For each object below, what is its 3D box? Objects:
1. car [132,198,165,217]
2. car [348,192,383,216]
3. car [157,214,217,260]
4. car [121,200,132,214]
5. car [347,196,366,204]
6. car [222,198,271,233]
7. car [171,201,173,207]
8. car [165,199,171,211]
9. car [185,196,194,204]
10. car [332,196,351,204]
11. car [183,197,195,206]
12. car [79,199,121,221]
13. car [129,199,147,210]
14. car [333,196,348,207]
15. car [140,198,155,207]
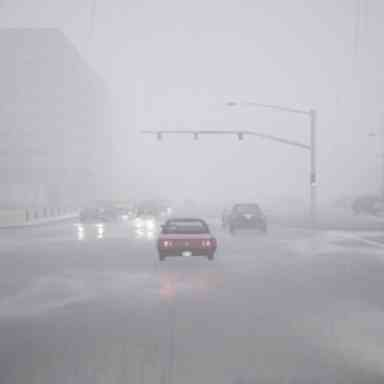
[{"bbox_3d":[-4.215,1.601,32.768,2.128,1.511,4.902,0,0,0],"label":"car"},{"bbox_3d":[16.926,1.197,31.193,1.932,1.855,4.605,0,0,0],"label":"car"},{"bbox_3d":[-0.251,1.639,12.584,1.895,1.301,4.718,0,0,-3],"label":"car"},{"bbox_3d":[-7.699,1.611,37.205,1.882,1.535,5.008,0,0,0],"label":"car"},{"bbox_3d":[31.375,1.461,63.624,1.784,1.438,3.905,0,0,0],"label":"car"},{"bbox_3d":[3.038,1.403,20.181,2.097,1.767,4.553,0,0,-1],"label":"car"},{"bbox_3d":[-4.081,1.767,51.965,1.895,1.301,4.718,0,0,1],"label":"car"},{"bbox_3d":[-4.178,1.489,41.811,2.097,1.767,4.553,0,0,0],"label":"car"},{"bbox_3d":[-0.538,1.687,69.854,1.882,1.535,5.008,0,0,0],"label":"car"},{"bbox_3d":[28.480,1.501,63.641,1.970,1.475,3.806,0,0,0],"label":"car"},{"bbox_3d":[-0.560,1.704,59.657,1.812,1.442,4.674,0,0,0],"label":"car"},{"bbox_3d":[-7.793,1.458,28.036,2.097,1.767,4.553,0,0,2],"label":"car"},{"bbox_3d":[-7.629,1.688,47.211,1.812,1.442,4.674,0,0,0],"label":"car"},{"bbox_3d":[22.626,1.473,48.573,1.970,1.475,3.806,0,0,0],"label":"car"},{"bbox_3d":[-7.565,1.756,57.223,1.994,1.385,4.181,0,0,0],"label":"car"}]
